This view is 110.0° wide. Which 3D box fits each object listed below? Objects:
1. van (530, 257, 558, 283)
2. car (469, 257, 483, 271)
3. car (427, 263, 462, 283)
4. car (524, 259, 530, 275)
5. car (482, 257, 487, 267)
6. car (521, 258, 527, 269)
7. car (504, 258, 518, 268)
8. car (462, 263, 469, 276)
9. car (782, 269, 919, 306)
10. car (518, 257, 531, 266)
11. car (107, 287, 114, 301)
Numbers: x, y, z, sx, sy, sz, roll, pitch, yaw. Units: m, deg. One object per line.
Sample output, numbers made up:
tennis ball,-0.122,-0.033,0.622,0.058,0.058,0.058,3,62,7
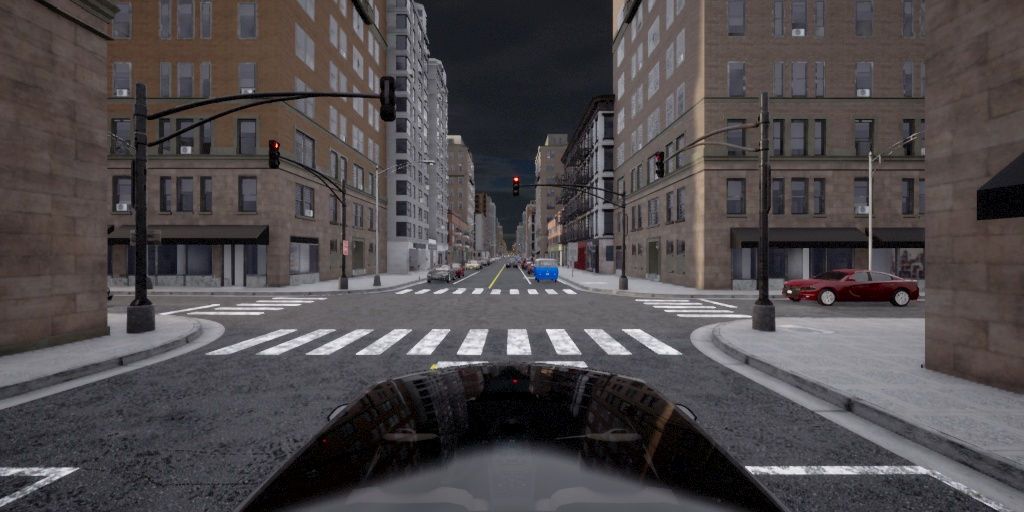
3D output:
van,2.586,1.089,27.982,1.690,1.789,3.998,0,0,0
car,-5.483,1.269,50.516,1.751,1.417,4.829,0,0,0
car,-5.439,1.299,27.958,2.007,1.370,4.403,0,0,0
car,2.564,1.330,39.345,1.802,1.307,4.207,0,0,0
car,-5.494,1.305,56.368,1.948,1.339,4.313,0,0,0
car,2.542,1.326,50.708,1.802,1.307,4.207,0,0,0
car,-0.013,1.339,58.409,1.895,1.301,4.718,0,0,0
car,-5.450,1.293,33.640,1.888,1.381,4.507,0,0,0
car,14.788,1.326,15.848,5.008,1.535,1.882,0,0,1
car,2.531,1.054,56.390,2.192,1.841,5.009,0,0,0
car,-17.752,1.198,12.787,5.357,1.411,2.033,0,0,0
